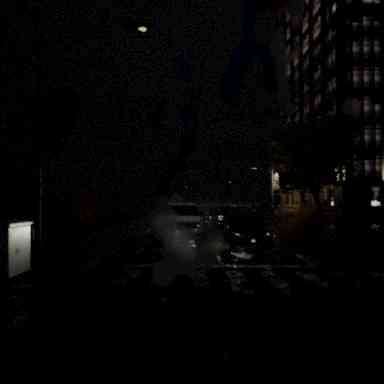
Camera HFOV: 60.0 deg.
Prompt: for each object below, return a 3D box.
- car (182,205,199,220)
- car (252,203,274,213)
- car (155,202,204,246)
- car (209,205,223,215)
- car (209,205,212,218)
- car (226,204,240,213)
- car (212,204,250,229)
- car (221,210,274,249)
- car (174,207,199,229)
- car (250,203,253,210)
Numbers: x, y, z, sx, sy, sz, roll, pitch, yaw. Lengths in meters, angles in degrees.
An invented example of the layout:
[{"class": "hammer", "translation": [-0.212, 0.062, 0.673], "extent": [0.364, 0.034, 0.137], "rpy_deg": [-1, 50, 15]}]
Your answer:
[{"class": "car", "translation": [-0.102, 2.274, 37.287], "extent": [1.812, 1.442, 4.674], "rpy_deg": [0, -1, 2]}, {"class": "car", "translation": [9.931, 2.414, 45.617], "extent": [1.837, 1.490, 4.892], "rpy_deg": [0, -1, 1]}, {"class": "car", "translation": [-0.568, 1.564, 17.578], "extent": [2.150, 2.045, 5.566], "rpy_deg": [0, -1, 1]}, {"class": "car", "translation": [3.456, 2.569, 48.180], "extent": [1.895, 1.301, 4.718], "rpy_deg": [0, -1, 2]}, {"class": "car", "translation": [3.100, 2.270, 35.395], "extent": [1.994, 1.385, 4.181], "rpy_deg": [0, -1, 1]}, {"class": "car", "translation": [6.922, 2.690, 56.105], "extent": [1.994, 1.385, 4.181], "rpy_deg": [0, -1, 1]}, {"class": "car", "translation": [2.867, 1.854, 25.463], "extent": [2.097, 1.767, 4.553], "rpy_deg": [0, -1, 1]}, {"class": "car", "translation": [2.657, 1.841, 16.428], "extent": [1.812, 1.442, 4.674], "rpy_deg": [0, -1, 1]}, {"class": "car", "translation": [-0.343, 2.047, 27.243], "extent": [1.837, 1.490, 4.892], "rpy_deg": [0, -1, 1]}, {"class": "car", "translation": [10.171, 2.647, 56.031], "extent": [1.812, 1.442, 4.674], "rpy_deg": [0, -1, 1]}]
